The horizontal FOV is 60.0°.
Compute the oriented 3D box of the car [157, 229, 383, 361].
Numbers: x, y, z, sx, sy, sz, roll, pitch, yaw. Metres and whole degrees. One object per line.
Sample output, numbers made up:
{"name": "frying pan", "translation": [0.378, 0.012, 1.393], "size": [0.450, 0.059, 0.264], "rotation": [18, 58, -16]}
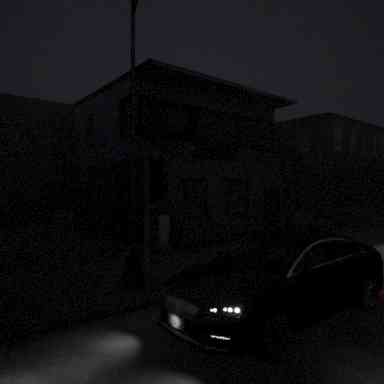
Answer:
{"name": "car", "translation": [1.692, 1.491, 6.043], "size": [4.902, 1.511, 2.128], "rotation": [0, 0, -39]}
